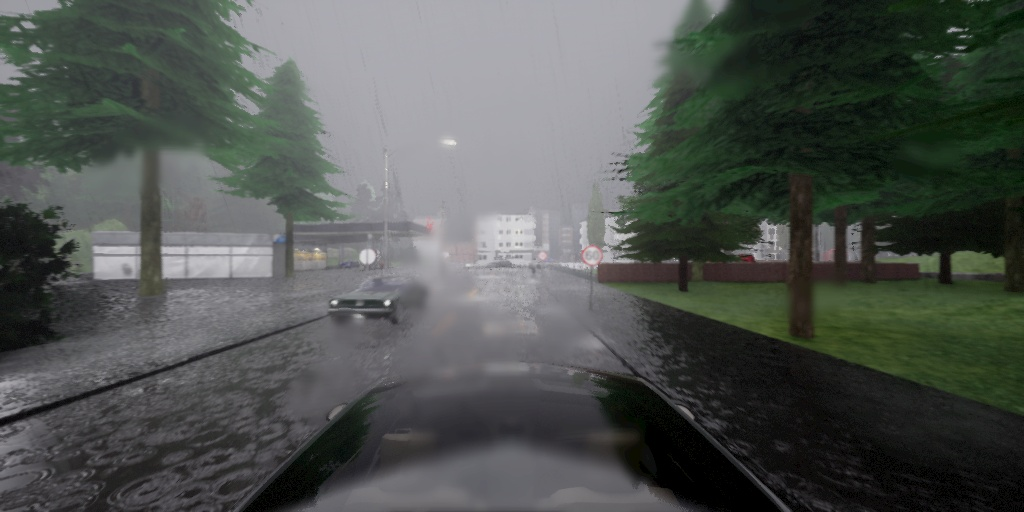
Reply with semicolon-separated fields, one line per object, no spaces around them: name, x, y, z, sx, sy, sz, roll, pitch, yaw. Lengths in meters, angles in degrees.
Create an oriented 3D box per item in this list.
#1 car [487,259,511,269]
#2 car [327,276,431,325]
car;-2.036;1.247;56.560;2.128;1.511;4.902;0;0;34
car;-4.106;1.352;11.885;1.895;1.301;4.718;0;0;0
